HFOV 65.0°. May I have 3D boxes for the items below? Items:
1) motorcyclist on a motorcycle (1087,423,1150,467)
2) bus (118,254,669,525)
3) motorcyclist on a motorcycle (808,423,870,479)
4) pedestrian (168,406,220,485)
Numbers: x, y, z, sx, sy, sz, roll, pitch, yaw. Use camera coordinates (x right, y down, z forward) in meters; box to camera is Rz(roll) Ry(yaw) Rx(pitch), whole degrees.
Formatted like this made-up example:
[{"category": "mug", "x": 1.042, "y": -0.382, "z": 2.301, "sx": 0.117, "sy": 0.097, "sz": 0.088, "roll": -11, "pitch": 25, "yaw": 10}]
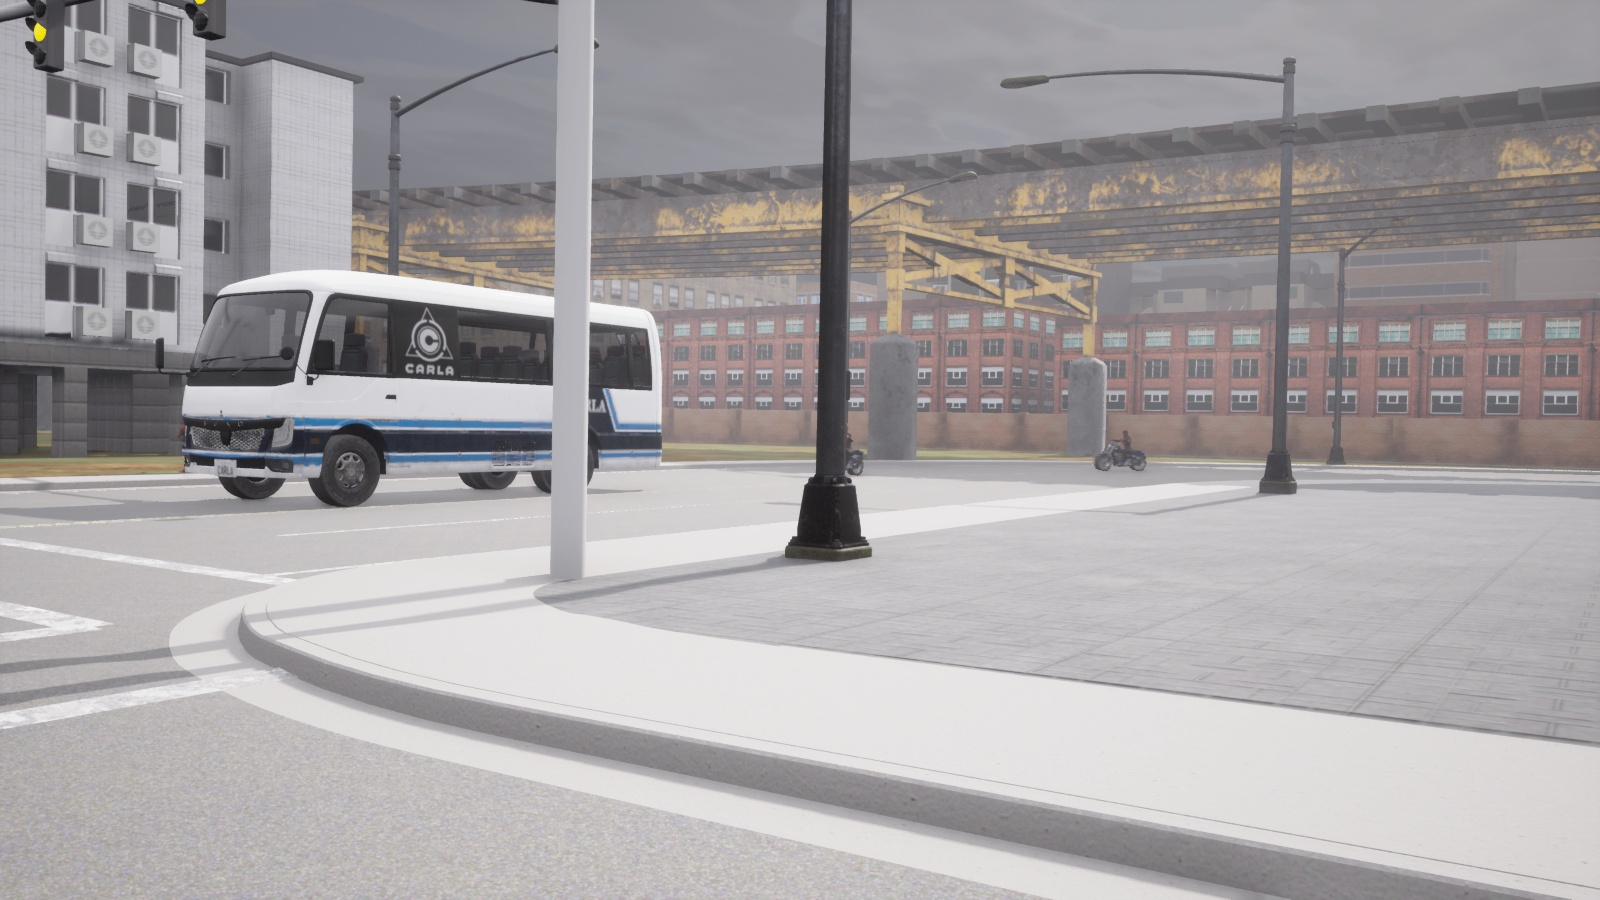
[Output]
[{"category": "motorcyclist on a motorcycle", "x": 12.260, "y": -0.190, "z": 48.296, "sx": 2.350, "sy": 1.649, "sz": 0.766, "roll": -1, "pitch": 2, "yaw": -23}, {"category": "bus", "x": -7.391, "y": -1.054, "z": 25.062, "sx": 3.944, "sy": 4.253, "sz": 10.273, "roll": 1, "pitch": 1, "yaw": 33}, {"category": "motorcyclist on a motorcycle", "x": 1.213, "y": 0.004, "z": 38.420, "sx": 0.766, "sy": 1.649, "sz": 2.350, "roll": 1, "pitch": 2, "yaw": 35}, {"category": "pedestrian", "x": -14.396, "y": -0.118, "z": 29.857, "sx": 0.634, "sy": 1.844, "sz": 0.899, "roll": 1, "pitch": 1, "yaw": 33}]
